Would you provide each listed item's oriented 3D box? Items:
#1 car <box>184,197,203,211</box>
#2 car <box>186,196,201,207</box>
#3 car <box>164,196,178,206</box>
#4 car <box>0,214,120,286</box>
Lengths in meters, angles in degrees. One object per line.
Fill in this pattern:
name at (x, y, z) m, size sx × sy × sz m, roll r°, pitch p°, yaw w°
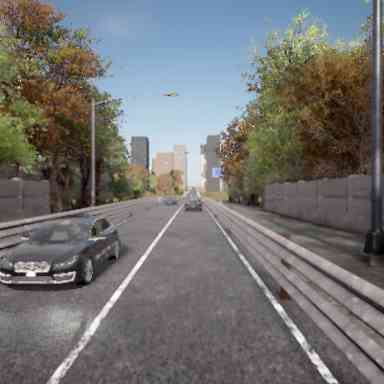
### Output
car at (0.138, 1.280, 36.214) m, size 2.128 × 1.511 × 4.902 m, roll 0°, pitch 0°, yaw 0°
car at (0.190, 1.355, 47.373) m, size 2.033 × 1.411 × 5.357 m, roll 0°, pitch 0°, yaw 0°
car at (-3.134, 1.321, 50.331) m, size 1.837 × 1.490 × 4.892 m, roll 0°, pitch 0°, yaw 1°
car at (-3.317, 1.432, 9.302) m, size 1.837 × 1.490 × 4.892 m, roll 0°, pitch 0°, yaw 0°
